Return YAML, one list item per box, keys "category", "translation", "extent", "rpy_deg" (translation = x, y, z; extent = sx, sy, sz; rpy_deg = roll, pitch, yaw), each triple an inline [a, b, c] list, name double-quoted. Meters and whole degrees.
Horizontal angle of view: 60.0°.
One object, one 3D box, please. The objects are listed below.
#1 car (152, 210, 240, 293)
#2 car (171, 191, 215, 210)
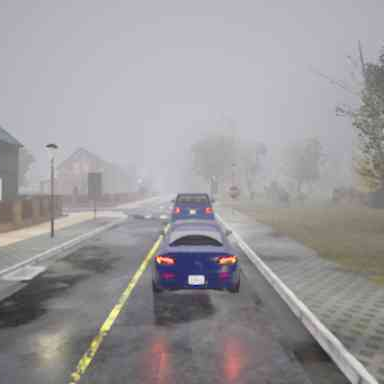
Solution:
- category: "car"
  translation: [0.079, 1.408, 8.376]
  extent: [1.812, 1.442, 4.674]
  rpy_deg: [0, 1, 0]
- category: "car"
  translation: [0.047, 0.977, 17.943]
  extent: [2.150, 2.045, 5.566]
  rpy_deg: [0, 1, 0]
